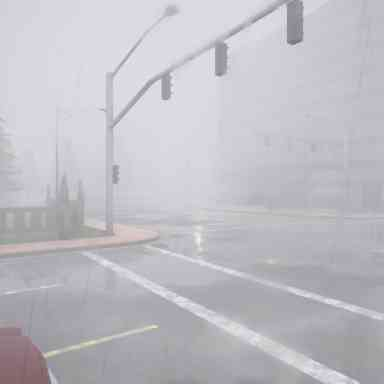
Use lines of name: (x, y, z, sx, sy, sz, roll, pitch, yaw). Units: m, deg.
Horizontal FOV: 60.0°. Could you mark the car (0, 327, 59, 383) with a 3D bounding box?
car: (-3.096, 1.601, 1.571, 4.718, 1.301, 1.895, 0, 0, -35)
